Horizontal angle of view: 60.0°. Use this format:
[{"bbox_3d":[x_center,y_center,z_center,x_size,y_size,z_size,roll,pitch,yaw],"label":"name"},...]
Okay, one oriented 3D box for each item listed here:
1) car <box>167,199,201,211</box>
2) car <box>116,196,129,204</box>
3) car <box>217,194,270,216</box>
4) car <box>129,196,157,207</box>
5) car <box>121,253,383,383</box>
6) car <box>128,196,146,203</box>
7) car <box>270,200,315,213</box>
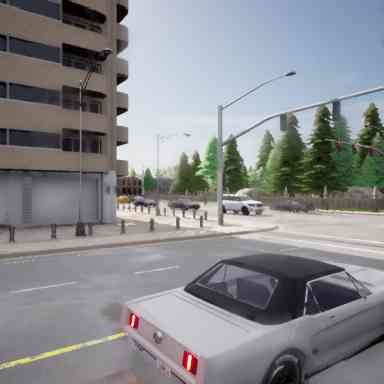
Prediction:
[{"bbox_3d":[-1.127,1.603,42.683,2.033,1.411,5.357,0,0,-36],"label":"car"},{"bbox_3d":[-14.180,1.533,67.183,1.882,1.535,5.008,0,0,-36],"label":"car"},{"bbox_3d":[4.933,1.278,34.252,2.150,2.045,5.566,0,0,-36],"label":"car"},{"bbox_3d":[-7.253,1.603,51.245,2.033,1.411,5.357,0,0,-36],"label":"car"},{"bbox_3d":[1.516,1.601,4.858,4.718,1.301,1.895,0,0,-35],"label":"car"},{"bbox_3d":[-11.564,1.581,69.531,1.812,1.442,4.674,0,0,-36],"label":"car"},{"bbox_3d":[11.203,1.603,37.493,2.033,1.411,5.357,0,0,-31],"label":"car"}]
